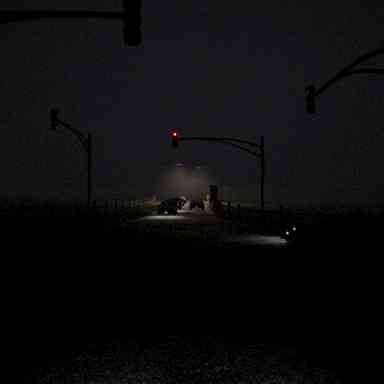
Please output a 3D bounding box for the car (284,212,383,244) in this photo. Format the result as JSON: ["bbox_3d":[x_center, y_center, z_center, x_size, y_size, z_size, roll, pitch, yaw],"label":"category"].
[{"bbox_3d":[7.452,1.719,16.608,5.357,1.411,2.033,1,0,1],"label":"car"}]

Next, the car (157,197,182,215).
[{"bbox_3d":[-2.440,1.553,34.199,2.033,1.411,5.357,0,0,0],"label":"car"}]

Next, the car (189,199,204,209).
[{"bbox_3d":[0.639,1.610,44.751,1.895,1.301,4.718,0,0,1],"label":"car"}]

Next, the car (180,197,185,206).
[{"bbox_3d":[-2.299,1.514,43.977,1.837,1.490,4.892,0,0,1],"label":"car"}]

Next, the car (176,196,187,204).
[{"bbox_3d":[-1.972,1.581,63.830,1.994,1.385,4.181,0,0,2],"label":"car"}]

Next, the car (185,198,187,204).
[{"bbox_3d":[-2.163,1.560,53.824,2.033,1.411,5.357,0,0,1],"label":"car"}]
